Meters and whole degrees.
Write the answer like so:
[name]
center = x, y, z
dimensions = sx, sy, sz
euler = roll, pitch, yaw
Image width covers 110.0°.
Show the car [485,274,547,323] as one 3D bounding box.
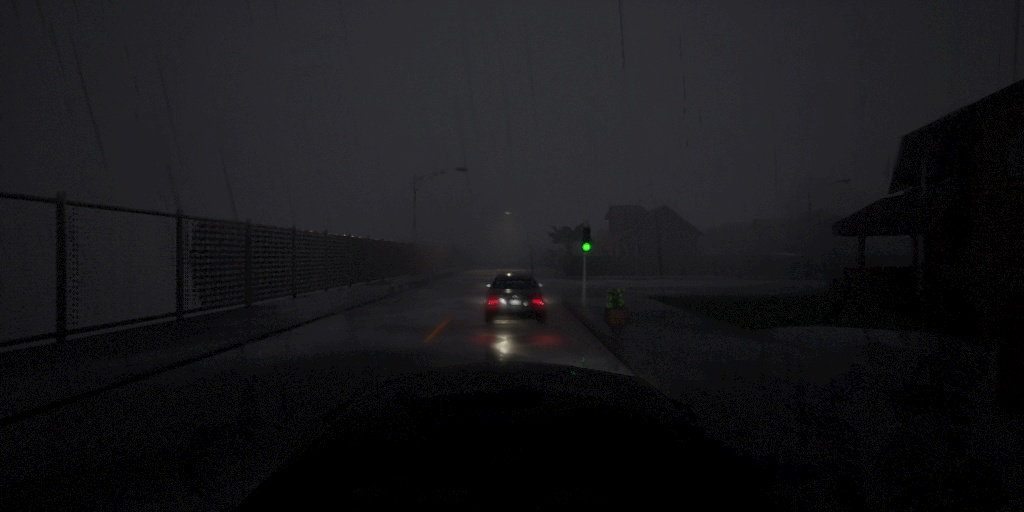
[car]
center = 0.097, 1.298, 12.101
dimensions = 2.033, 1.411, 5.357
euler = 0, 0, 0
